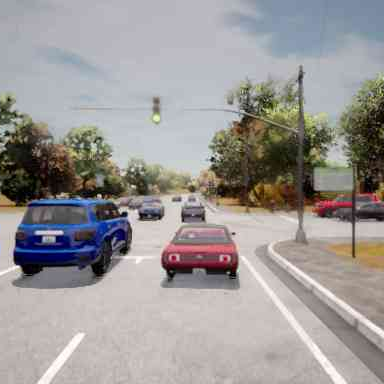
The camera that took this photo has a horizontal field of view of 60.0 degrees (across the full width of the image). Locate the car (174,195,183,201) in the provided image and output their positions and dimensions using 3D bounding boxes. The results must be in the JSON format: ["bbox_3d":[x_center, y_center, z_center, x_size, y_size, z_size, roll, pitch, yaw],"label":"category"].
[{"bbox_3d":[-3.501,1.531,84.896,2.033,1.411,5.357,0,0,0],"label":"car"}]

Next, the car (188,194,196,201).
[{"bbox_3d":[-0.001,1.352,83.163,1.882,1.535,5.008,0,0,0],"label":"car"}]

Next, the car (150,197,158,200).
[{"bbox_3d":[-7.033,1.473,53.120,1.882,1.535,5.008,0,0,1],"label":"car"}]

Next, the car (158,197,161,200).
[{"bbox_3d":[-7.000,1.595,63.425,1.895,1.301,4.718,0,0,0],"label":"car"}]

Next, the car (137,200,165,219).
[{"bbox_3d":[-3.401,1.598,28.893,1.895,1.301,4.718,0,0,0],"label":"car"}]

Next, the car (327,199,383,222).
[{"bbox_3d":[13.395,1.502,25.521,4.892,1.490,1.837,0,0,3],"label":"car"}]

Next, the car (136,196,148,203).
[{"bbox_3d":[-10.501,1.516,70.211,1.812,1.442,4.674,0,0,0],"label":"car"}]

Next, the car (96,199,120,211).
[{"bbox_3d":[-10.588,1.597,42.424,1.895,1.301,4.718,0,0,0],"label":"car"}]

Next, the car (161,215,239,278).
[{"bbox_3d":[0.399,1.600,10.115,1.895,1.301,4.718,0,0,6],"label":"car"}]

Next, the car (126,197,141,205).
[{"bbox_3d":[-10.500,1.558,60.182,1.994,1.385,4.181,0,0,0],"label":"car"}]

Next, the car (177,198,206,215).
[{"bbox_3d":[0.100,1.489,26.921,2.128,1.511,4.902,0,0,0],"label":"car"}]

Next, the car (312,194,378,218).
[{"bbox_3d":[13.443,1.218,29.038,5.566,2.045,2.150,0,0,4],"label":"car"}]

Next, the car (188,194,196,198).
[{"bbox_3d":[-0.001,1.526,72.744,2.033,1.411,5.357,0,0,0],"label":"car"}]

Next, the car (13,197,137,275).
[{"bbox_3d":[-3.398,1.220,10.564,2.150,2.045,5.566,0,0,0],"label":"car"}]

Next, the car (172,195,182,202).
[{"bbox_3d":[-3.500,1.518,75.127,2.128,1.511,4.902,0,0,0],"label":"car"}]

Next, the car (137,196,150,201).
[{"bbox_3d":[-7.082,1.522,43.790,1.812,1.442,4.674,0,0,0],"label":"car"}]

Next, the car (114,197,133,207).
[{"bbox_3d":[-10.547,1.521,51.458,1.812,1.442,4.674,0,0,0],"label":"car"}]
